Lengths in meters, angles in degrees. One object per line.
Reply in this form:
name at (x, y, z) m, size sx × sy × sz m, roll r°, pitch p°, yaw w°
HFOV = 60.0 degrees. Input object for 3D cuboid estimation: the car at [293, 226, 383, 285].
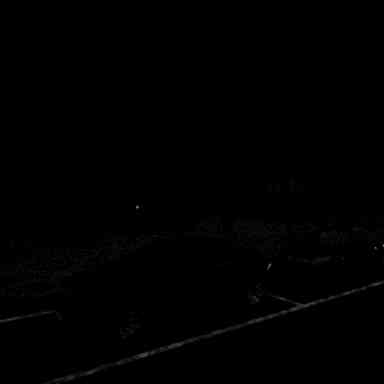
car at (4.299, 1.676, 9.718) m, size 4.206 × 1.307 × 1.802 m, roll 1°, pitch -1°, yaw -36°

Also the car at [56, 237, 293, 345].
car at (-0.290, 1.600, 6.444) m, size 4.313 × 1.339 × 1.947 m, roll 1°, pitch -1°, yaw -36°
